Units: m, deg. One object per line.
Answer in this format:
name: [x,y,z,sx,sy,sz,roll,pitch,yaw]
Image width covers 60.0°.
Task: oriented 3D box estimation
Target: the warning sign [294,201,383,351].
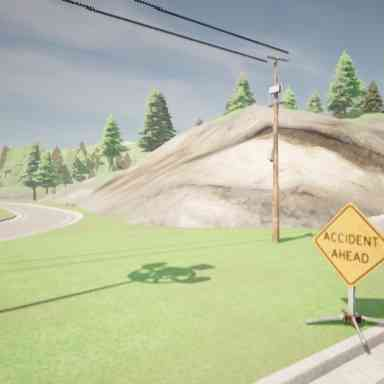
warning sign: [2.425,1.087,5.046,1.060,1.860,1.300,0,0,-35]
